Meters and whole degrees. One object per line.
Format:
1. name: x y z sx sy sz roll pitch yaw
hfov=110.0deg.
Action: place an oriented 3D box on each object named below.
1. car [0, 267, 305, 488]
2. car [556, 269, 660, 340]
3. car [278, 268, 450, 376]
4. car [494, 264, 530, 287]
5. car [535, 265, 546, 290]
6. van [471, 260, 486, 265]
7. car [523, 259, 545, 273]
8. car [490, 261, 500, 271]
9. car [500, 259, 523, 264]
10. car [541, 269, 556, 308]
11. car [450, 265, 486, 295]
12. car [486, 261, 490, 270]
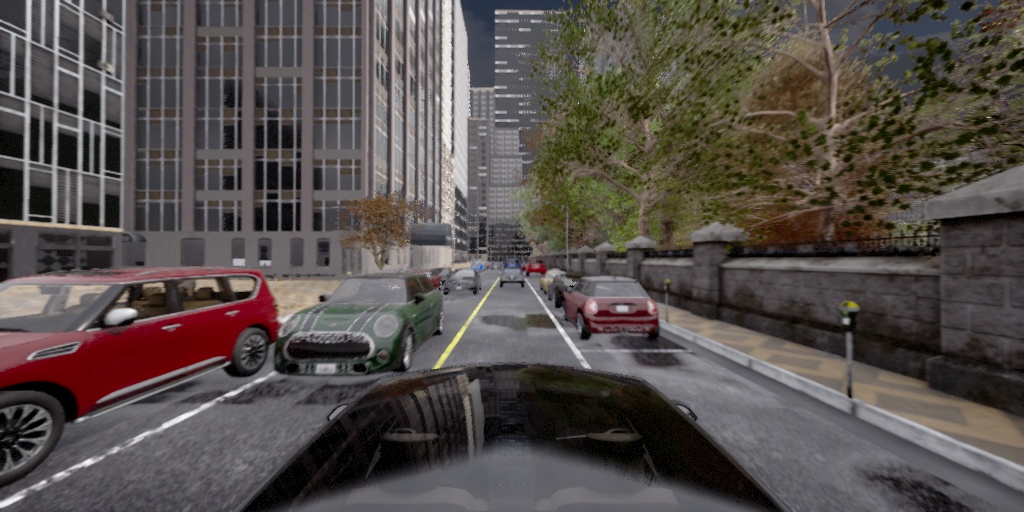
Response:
1. car: -5.315 1.093 4.723 2.192 1.841 5.009 0 0 0
2. car: 2.565 1.268 10.260 1.967 1.591 4.097 0 0 0
3. car: -2.846 1.158 7.737 2.097 1.767 4.553 0 -1 0
4. car: 0.003 1.525 26.849 2.033 1.411 5.357 0 0 0
5. car: 2.565 1.454 21.520 1.751 1.417 4.829 0 0 0
6. van: -5.317 1.562 54.626 1.690 1.789 3.998 0 0 0
7. car: 2.749 1.340 42.447 2.150 2.045 5.566 0 -1 0
8. car: -2.781 1.793 63.283 2.128 1.511 4.902 0 0 1
9. car: 0.059 1.345 43.208 2.150 2.045 5.566 0 0 1
10. car: 2.565 1.444 15.805 1.948 1.339 4.313 0 0 0
11. car: -2.823 1.455 21.429 1.812 1.442 4.674 0 0 0
12. car: -5.317 1.820 60.171 2.007 1.370 4.403 0 0 0
